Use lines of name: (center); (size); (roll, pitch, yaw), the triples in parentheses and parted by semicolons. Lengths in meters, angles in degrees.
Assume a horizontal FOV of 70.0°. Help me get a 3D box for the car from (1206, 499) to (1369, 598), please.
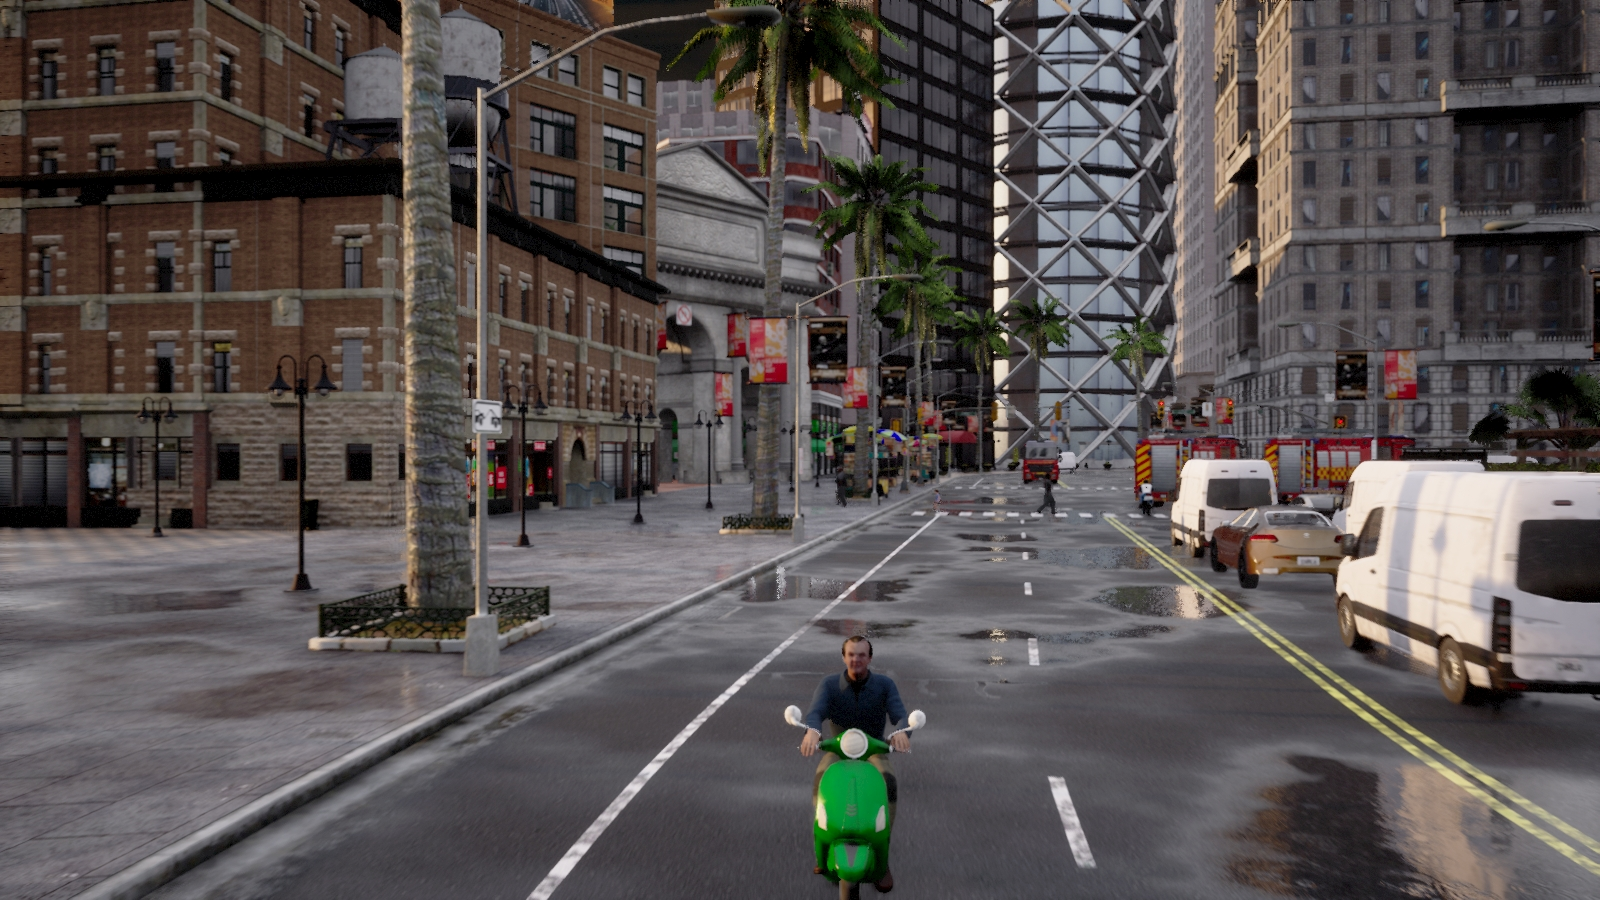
car: (10.251, 1.993, 24.464); (2.152, 1.651, 5.027); (0, 0, 10)

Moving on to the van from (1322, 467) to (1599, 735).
van: (8.427, 1.535, 14.220); (1.988, 2.561, 5.915); (0, 0, 9)

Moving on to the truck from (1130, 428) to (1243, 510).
truck: (19.605, 0.893, 57.617); (2.891, 3.827, 8.468); (0, 0, 37)

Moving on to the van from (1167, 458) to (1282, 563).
van: (11.555, 1.536, 31.520); (1.988, 2.561, 5.915); (0, 0, 11)

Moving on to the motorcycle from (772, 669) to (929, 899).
motorcycle: (0.352, 2.182, 7.186); (0.856, 1.236, 1.805); (1, 0, 5)

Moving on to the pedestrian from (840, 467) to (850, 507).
pedestrian: (2.076, 1.696, 52.554); (0.375, 1.860, 0.375); (0, 0, 22)

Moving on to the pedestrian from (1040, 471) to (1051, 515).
pedestrian: (10.559, 1.849, 49.098); (0.375, 1.860, 0.375); (0, 0, -4)

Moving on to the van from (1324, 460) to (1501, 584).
van: (14.285, 1.536, 27.087); (1.988, 2.561, 5.915); (0, 0, 11)

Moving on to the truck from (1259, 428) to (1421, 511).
truck: (26.501, 0.893, 55.925); (8.468, 3.827, 2.891); (0, 0, -30)

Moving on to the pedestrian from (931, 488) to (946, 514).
pedestrian: (6.078, 2.229, 50.264); (0.500, 1.100, 0.500); (0, 0, -14)
